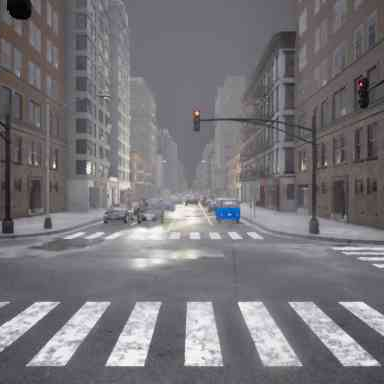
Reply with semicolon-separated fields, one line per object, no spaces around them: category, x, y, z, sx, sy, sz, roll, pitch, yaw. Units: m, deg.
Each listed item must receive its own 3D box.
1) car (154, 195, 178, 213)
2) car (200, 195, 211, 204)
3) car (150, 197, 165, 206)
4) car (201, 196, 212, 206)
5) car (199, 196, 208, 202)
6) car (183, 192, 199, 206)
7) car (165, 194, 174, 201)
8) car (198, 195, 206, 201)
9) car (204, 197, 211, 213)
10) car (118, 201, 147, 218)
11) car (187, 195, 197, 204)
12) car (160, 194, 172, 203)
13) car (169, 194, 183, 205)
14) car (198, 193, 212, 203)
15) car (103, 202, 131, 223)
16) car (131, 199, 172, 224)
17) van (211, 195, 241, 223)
car;-2.880;1.476;37.379;1.882;1.535;5.008;0;0;0
car;2.583;1.422;64.785;1.967;1.590;4.097;0;0;0
car;-5.433;1.556;53.410;1.947;1.339;4.313;0;0;0
car;2.597;1.576;47.741;1.802;1.307;4.206;0;0;0
car;2.574;1.524;76.147;2.008;1.369;4.403;0;0;0
car;-0.047;1.341;55.113;2.097;1.767;4.553;0;0;0
car;-5.456;1.409;81.819;1.967;1.590;4.097;0;0;0
car;2.564;1.530;87.510;1.947;1.339;4.313;0;0;0
car;2.606;1.580;36.378;1.802;1.307;4.206;0;0;0
car;-5.414;1.543;30.682;1.887;1.381;4.507;0;0;0
car;-0.055;1.459;65.145;1.882;1.535;5.008;0;0;0
car;-5.447;1.292;70.455;2.192;1.841;5.009;0;0;0
car;-2.817;1.551;57.911;1.994;1.385;4.181;0;0;0
car;2.593;1.305;53.422;2.192;1.841;5.009;0;0;0
car;-5.410;1.549;25.000;2.008;1.369;4.403;0;0;0
car;-2.858;1.490;24.550;2.128;1.511;4.902;0;0;-1
van;2.615;1.340;25.016;1.690;1.788;3.998;0;0;0
